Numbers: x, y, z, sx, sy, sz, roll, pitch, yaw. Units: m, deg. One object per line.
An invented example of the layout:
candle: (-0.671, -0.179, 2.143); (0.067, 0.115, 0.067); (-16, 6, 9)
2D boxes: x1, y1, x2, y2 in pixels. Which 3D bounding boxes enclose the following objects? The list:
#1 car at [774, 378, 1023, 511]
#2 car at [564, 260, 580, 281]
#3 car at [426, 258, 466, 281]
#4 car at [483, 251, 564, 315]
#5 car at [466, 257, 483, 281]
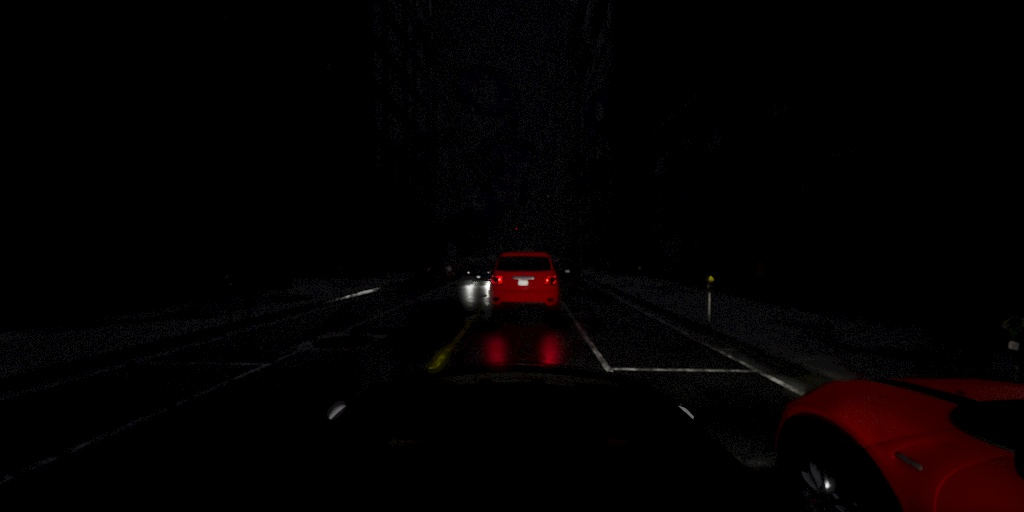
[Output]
car: (3.041, 1.114, 0.905); (2.097, 1.767, 4.553); (0, 1, 2)
car: (3.719, 1.000, 25.371); (1.948, 1.339, 4.313); (0, 0, 2)
car: (-4.799, 0.867, 25.729); (1.967, 1.591, 4.097); (0, 0, 2)
car: (0.515, 0.821, 13.013); (2.150, 2.045, 5.566); (0, 1, 4)
car: (-2.099, 0.967, 26.325); (2.033, 1.411, 5.357); (0, 1, 3)
